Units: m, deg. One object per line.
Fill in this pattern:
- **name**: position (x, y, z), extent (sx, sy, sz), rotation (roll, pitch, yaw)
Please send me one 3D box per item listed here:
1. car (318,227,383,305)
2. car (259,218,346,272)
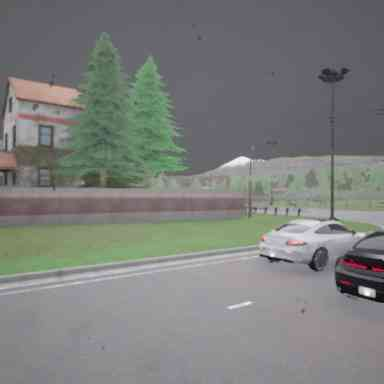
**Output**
- **car**: position (5.136, 1.579, 7.414), extent (4.892, 1.490, 1.837), rotation (1, 0, -35)
- **car**: position (4.236, 1.613, 11.068), extent (4.674, 1.442, 1.812), rotation (1, 0, -35)
